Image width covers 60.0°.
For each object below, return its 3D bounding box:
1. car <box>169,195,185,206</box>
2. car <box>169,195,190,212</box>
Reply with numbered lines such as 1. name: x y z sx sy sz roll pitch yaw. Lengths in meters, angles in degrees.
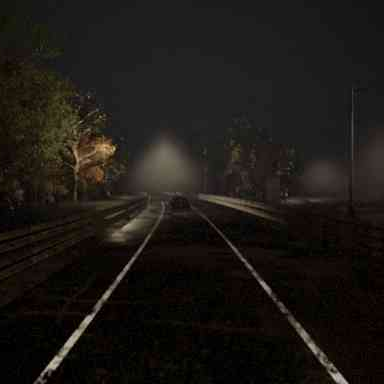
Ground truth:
1. car: -2.160 1.134 45.948 1.994 1.385 4.181 0 1 -5
2. car: -1.234 1.152 34.461 1.882 1.535 5.008 0 1 -4
